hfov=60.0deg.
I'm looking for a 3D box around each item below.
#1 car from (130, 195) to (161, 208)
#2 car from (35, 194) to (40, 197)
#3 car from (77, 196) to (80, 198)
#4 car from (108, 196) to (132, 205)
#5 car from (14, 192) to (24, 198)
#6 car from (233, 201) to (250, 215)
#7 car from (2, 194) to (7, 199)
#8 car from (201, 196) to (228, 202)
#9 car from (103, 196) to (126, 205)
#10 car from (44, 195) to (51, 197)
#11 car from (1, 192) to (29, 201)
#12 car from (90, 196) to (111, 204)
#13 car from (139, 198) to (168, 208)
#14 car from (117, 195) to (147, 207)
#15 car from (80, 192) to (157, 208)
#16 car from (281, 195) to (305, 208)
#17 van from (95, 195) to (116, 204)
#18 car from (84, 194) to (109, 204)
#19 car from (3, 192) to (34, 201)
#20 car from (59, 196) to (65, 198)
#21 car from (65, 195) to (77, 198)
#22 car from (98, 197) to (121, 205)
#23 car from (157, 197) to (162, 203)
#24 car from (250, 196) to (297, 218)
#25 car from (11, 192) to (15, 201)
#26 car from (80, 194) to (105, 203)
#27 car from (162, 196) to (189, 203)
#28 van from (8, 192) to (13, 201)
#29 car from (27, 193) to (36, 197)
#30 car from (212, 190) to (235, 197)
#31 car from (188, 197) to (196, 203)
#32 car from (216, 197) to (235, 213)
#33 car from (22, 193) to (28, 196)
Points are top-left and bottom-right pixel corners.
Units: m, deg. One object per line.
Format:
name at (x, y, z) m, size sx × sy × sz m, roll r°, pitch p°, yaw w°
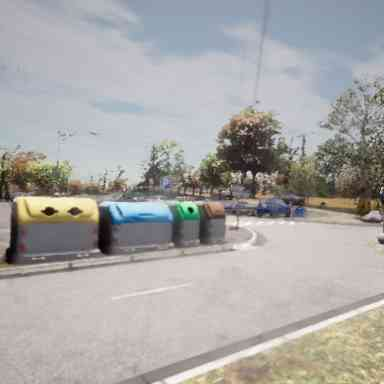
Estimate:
car at (-8.361, 1.749, 60.622) m, size 2.435 × 2.045 × 5.566 m, roll 2°, pitch -2°, yaw 35°
car at (-17.660, 1.306, 44.356) m, size 2.097 × 1.535 × 5.008 m, roll 0°, pitch -1°, yaw 36°
car at (-7.555, 1.332, 29.770) m, size 2.002 × 1.452 × 4.674 m, roll 1°, pitch -1°, yaw 35°
car at (-15.251, 1.883, 70.555) m, size 2.185 × 1.767 × 4.553 m, roll 1°, pitch -2°, yaw 35°
car at (-29.483, 1.195, 61.361) m, size 2.185 × 1.767 × 4.553 m, roll 0°, pitch -1°, yaw 35°
car at (7.154, 1.982, 38.289) m, size 2.231 × 1.521 × 4.892 m, roll 2°, pitch -2°, yaw 35°
car at (-37.880, 1.078, 73.571) m, size 2.435 × 2.045 × 5.566 m, roll 0°, pitch -1°, yaw 35°
car at (3.731, 1.862, 43.281) m, size 2.185 × 1.767 × 4.553 m, roll 2°, pitch -2°, yaw 35°
car at (-16.984, 1.885, 73.040) m, size 2.185 × 1.767 × 4.553 m, roll 1°, pitch -2°, yaw 35°
car at (-14.294, 1.302, 39.492) m, size 2.231 × 1.521 × 4.892 m, roll 0°, pitch -1°, yaw 35°
car at (-42.955, 1.081, 80.814) m, size 2.435 × 2.045 × 5.566 m, roll 1°, pitch -1°, yaw 35°
car at (-22.093, 1.894, 80.535) m, size 2.185 × 1.767 × 4.553 m, roll 2°, pitch -2°, yaw 35°
car at (-6.643, 2.000, 58.154) m, size 2.231 × 1.521 × 4.892 m, roll 1°, pitch -2°, yaw 35°
car at (-11.766, 1.757, 65.639) m, size 2.435 × 2.045 × 5.566 m, roll 1°, pitch -2°, yaw 35°
car at (-5.872, 1.038, 27.316) m, size 2.435 × 2.045 × 5.566 m, roll 1°, pitch -1°, yaw 35°
car at (12.242, 1.083, 43.054) m, size 1.882 × 1.535 × 5.008 m, roll 3°, pitch 2°, yaw -35°
van at (-20.328, 1.796, 78.129) m, size 1.878 × 1.987 × 4.442 m, roll 1°, pitch -2°, yaw 35°
car at (-23.840, 1.767, 82.972) m, size 2.435 × 2.045 × 5.566 m, roll 2°, pitch -2°, yaw 35°
car at (-39.565, 1.080, 76.004) m, size 2.435 × 2.045 × 5.566 m, roll 0°, pitch -1°, yaw 35°
car at (-10.942, 1.170, 34.612) m, size 2.185 × 1.767 × 4.553 m, roll 0°, pitch -1°, yaw 35°
car at (-9.243, 1.295, 32.199) m, size 2.231 × 1.521 × 4.892 m, roll 0°, pitch -1°, yaw 35°
car at (-18.673, 2.016, 75.544) m, size 2.231 × 1.521 × 4.892 m, roll 2°, pitch -2°, yaw 35°
car at (-3.201, 2.023, 53.161) m, size 2.163 × 1.488 × 4.792 m, roll 2°, pitch -2°, yaw 35°
car at (8.889, 1.729, 35.836) m, size 2.435 × 2.045 × 5.566 m, roll 1°, pitch -2°, yaw 35°
car at (-31.157, 1.324, 63.820) m, size 2.231 × 1.521 × 4.892 m, roll 1°, pitch -1°, yaw 35°
car at (-25.550, 1.770, 85.511) m, size 2.435 × 2.045 × 5.566 m, roll 1°, pitch -2°, yaw 35°
car at (-1.464, 1.740, 50.686) m, size 2.435 × 2.045 × 5.566 m, roll 2°, pitch -2°, yaw 35°
van at (-34.585, 1.098, 68.584) m, size 1.878 × 1.987 × 4.442 m, roll 1°, pitch -1°, yaw 35°
car at (-21.041, 1.310, 49.228) m, size 2.097 × 1.535 × 5.008 m, roll 1°, pitch -1°, yaw 35°
car at (5.033, 0.286, 53.591) m, size 1.994 × 1.385 × 4.181 m, roll 3°, pitch 2°, yaw -34°
car at (2.001, 1.864, 45.765) m, size 2.185 × 1.767 × 4.553 m, roll 2°, pitch -2°, yaw 35°
car at (5.412, 1.856, 40.749) m, size 2.185 × 1.767 × 4.553 m, roll 1°, pitch -2°, yaw 35°
car at (-22.823, 1.305, 51.501) m, size 1.946 × 1.575 × 5.366 m, roll 1°, pitch -1°, yaw 35°
